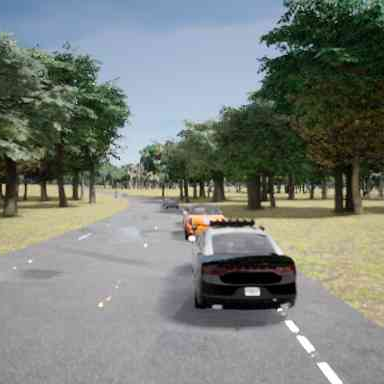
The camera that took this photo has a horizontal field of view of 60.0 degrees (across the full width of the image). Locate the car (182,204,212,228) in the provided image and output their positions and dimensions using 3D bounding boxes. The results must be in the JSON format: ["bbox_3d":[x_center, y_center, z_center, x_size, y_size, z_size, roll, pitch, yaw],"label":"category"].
[{"bbox_3d":[0.284,1.663,24.145,1.812,1.442,4.674,0,0,-4],"label":"car"}]

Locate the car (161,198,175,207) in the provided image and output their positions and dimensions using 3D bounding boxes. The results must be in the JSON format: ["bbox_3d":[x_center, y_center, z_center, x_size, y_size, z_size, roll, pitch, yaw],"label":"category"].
[{"bbox_3d":[-4.241,1.794,58.223,2.033,1.411,5.357,0,0,-9],"label":"car"}]

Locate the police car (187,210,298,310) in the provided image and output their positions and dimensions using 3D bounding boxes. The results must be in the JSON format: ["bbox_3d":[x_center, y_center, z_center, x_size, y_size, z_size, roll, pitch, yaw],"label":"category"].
[{"bbox_3d":[0.954,1.479,8.159,1.930,1.638,5.238,0,0,-1],"label":"police car"}]

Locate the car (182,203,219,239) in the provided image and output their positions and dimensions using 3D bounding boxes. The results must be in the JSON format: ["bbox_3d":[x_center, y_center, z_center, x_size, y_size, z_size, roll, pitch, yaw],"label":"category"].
[{"bbox_3d":[0.609,1.460,18.083,2.097,1.767,4.553,0,0,-3],"label":"car"}]

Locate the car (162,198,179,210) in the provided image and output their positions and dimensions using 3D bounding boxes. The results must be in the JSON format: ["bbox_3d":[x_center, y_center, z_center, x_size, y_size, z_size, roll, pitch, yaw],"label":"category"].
[{"bbox_3d":[-2.924,1.775,47.998,2.033,1.411,5.357,0,0,-6],"label":"car"}]
